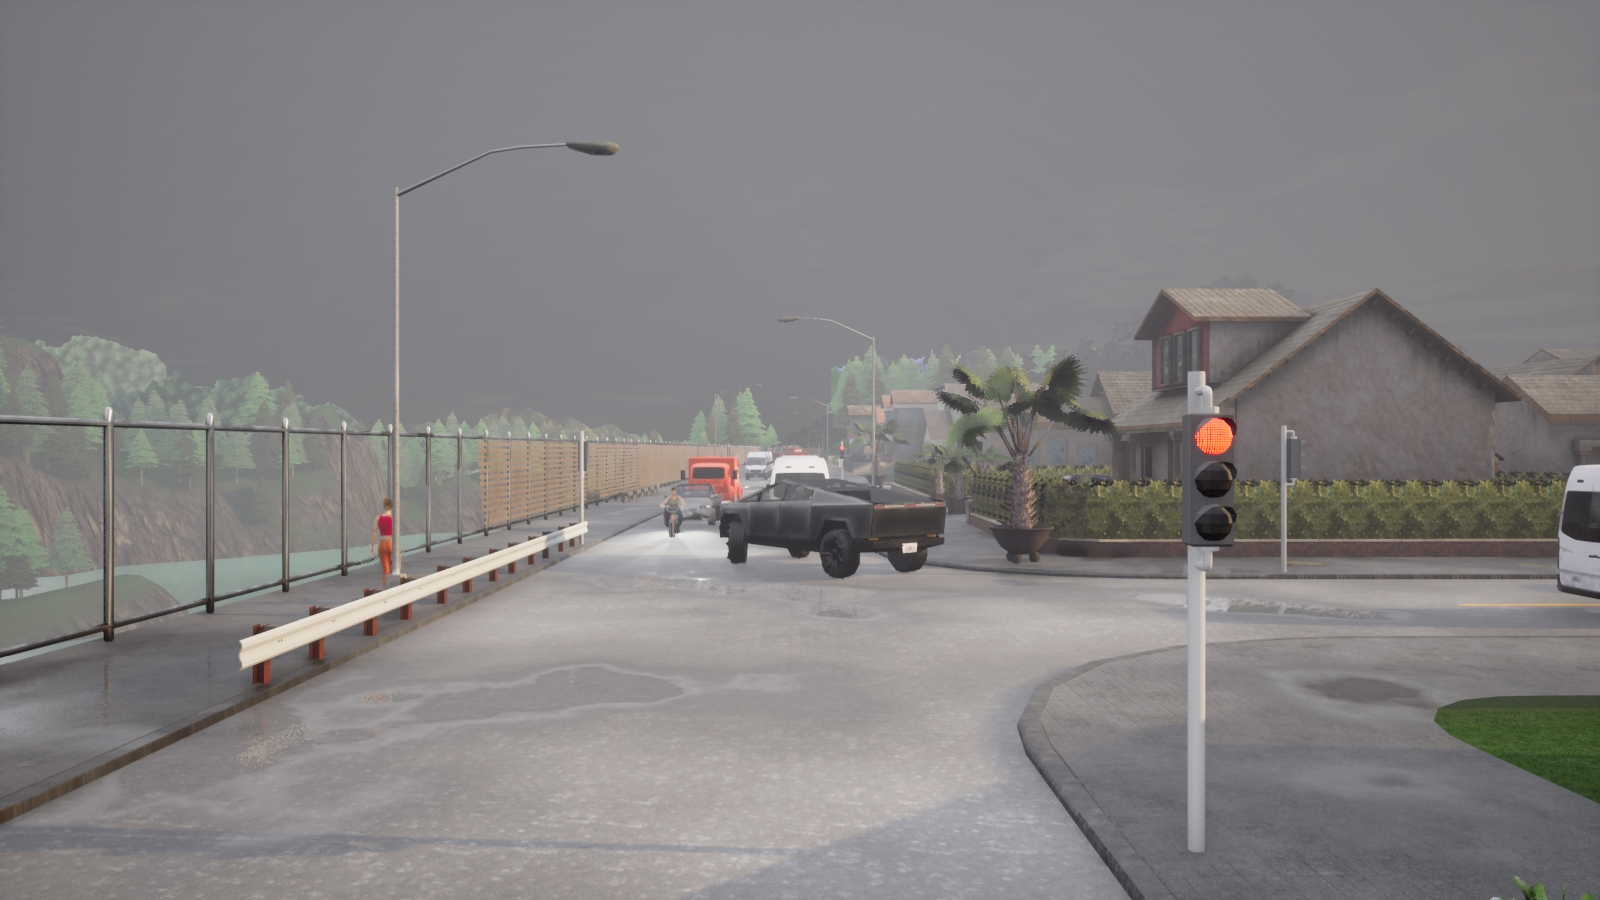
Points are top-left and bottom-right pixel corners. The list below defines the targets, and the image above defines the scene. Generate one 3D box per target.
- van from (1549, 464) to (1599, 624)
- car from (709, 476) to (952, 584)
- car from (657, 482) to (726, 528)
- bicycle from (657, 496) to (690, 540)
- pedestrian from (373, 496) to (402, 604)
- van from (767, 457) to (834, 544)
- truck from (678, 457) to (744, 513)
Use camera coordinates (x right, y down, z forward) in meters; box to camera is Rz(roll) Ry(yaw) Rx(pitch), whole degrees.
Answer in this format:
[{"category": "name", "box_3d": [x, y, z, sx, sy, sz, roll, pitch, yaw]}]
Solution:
[{"category": "van", "box_3d": [15.849, 1.522, 18.661, 5.915, 2.561, 1.988, 0, 0, 1]}, {"category": "car", "box_3d": [0.520, 1.736, 26.916, 2.390, 2.098, 6.274, 0, 0, -36]}, {"category": "car", "box_3d": [-3.996, 2.020, 43.008, 2.128, 1.511, 4.902, 0, 0, 0]}, {"category": "bicycle", "box_3d": [-3.994, 2.135, 36.103, 0.859, 1.276, 1.487, 0, 0, 0]}, {"category": "pedestrian", "box_3d": [-7.174, 1.731, 19.874, 0.375, 1.860, 0.375, 0, 0, -1]}, {"category": "van", "box_3d": [0.006, 1.511, 36.872, 1.988, 2.561, 5.915, 0, 0, 0]}, {"category": "truck", "box_3d": [-3.991, 1.543, 52.247, 2.627, 2.467, 5.204, 0, -1, 0]}]
